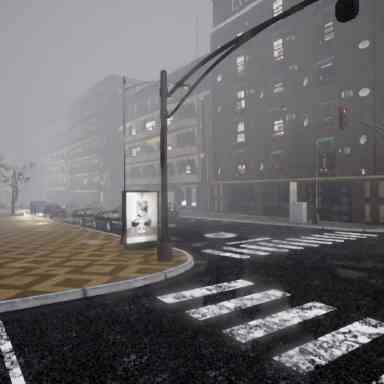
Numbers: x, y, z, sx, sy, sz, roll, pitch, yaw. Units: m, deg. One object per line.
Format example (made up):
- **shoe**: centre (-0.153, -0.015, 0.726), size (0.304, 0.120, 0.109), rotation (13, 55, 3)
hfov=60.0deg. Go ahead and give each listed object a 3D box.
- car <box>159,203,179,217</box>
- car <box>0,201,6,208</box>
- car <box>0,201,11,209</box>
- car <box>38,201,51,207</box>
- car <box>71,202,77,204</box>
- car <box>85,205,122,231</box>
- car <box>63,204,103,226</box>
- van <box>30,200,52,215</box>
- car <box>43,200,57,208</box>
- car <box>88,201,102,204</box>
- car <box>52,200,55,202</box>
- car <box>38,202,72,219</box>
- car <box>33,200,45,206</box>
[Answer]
- **car**: centre (-3.132, 1.824, 34.506), size (1.967, 1.590, 4.097), rotation (-2, 0, -36)
- **car**: centre (-44.614, 2.863, 77.348), size (1.887, 1.381, 4.507), rotation (-2, 0, -36)
- **car**: centre (-38.087, 2.704, 68.323), size (2.008, 1.369, 4.403), rotation (-2, 0, -36)
- **car**: centre (-34.559, 2.736, 77.745), size (1.947, 1.339, 4.313), rotation (-2, 0, -36)
- **car**: centre (-21.505, 2.424, 59.695), size (1.802, 1.307, 4.206), rotation (-2, 0, -36)
- **car**: centre (-5.554, 1.888, 23.119), size (2.008, 1.369, 4.403), rotation (-2, 0, -36)
- **car**: centre (-8.818, 1.969, 27.632), size (2.008, 1.369, 4.403), rotation (-2, 0, -36)
- **van**: centre (-19.811, 2.035, 42.997), size (1.690, 1.788, 3.998), rotation (-2, 0, -36)
- **car**: centre (-31.299, 2.528, 73.233), size (1.967, 1.590, 4.097), rotation (-2, 0, -36)
- **car**: centre (-14.977, 2.119, 50.672), size (1.967, 1.590, 4.097), rotation (-2, 0, -36)
- **car**: centre (-25.350, 2.470, 60.605), size (1.994, 1.385, 4.181), rotation (-1, -1, -36)
- **car**: centre (-14.893, 2.115, 36.109), size (1.887, 1.381, 4.507), rotation (-2, 0, -36)
- **car**: centre (-37.824, 2.798, 82.258), size (1.887, 1.381, 4.507), rotation (-2, 0, -36)
